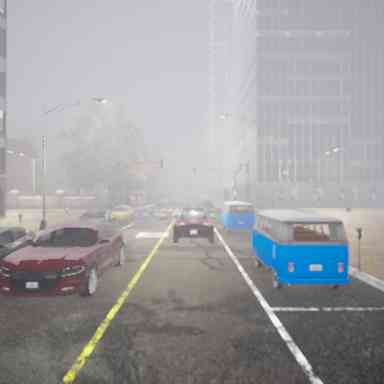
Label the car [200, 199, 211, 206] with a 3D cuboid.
[{"bbox_3d":[2.604,2.009,64.255,1.947,1.339,4.313,0,0,0],"label":"car"}]

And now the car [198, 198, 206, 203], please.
[{"bbox_3d":[2.573,2.155,86.979,1.947,1.339,4.313,0,0,0],"label":"car"}]

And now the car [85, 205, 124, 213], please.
[{"bbox_3d":[-5.797,1.721,20.437,1.947,1.339,4.313,0,0,0],"label":"car"}]

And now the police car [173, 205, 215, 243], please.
[{"bbox_3d":[0.075,1.633,17.166,2.038,1.542,4.974,0,-1,0],"label":"police car"}]

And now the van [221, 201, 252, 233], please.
[{"bbox_3d":[2.746,1.495,20.452,1.690,1.788,3.998,0,0,0],"label":"van"}]

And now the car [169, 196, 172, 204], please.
[{"bbox_3d":[-5.785,2.032,69.924,2.008,1.369,4.403,0,0,0],"label":"car"}]

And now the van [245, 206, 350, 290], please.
[{"bbox_3d":[2.680,1.417,9.055,1.690,1.788,3.998,0,0,0],"label":"van"}]

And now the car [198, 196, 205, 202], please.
[{"bbox_3d":[2.566,2.062,92.661,1.967,1.590,4.097,0,0,0],"label":"car"}]

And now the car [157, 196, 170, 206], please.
[{"bbox_3d":[-5.777,1.989,64.241,1.887,1.381,4.507,0,0,0],"label":"car"}]

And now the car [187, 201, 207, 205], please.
[{"bbox_3d":[0.060,1.778,29.590,1.994,1.385,4.181,0,0,0],"label":"car"}]

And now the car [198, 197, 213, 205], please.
[{"bbox_3d":[2.612,1.846,58.575,1.967,1.590,4.097,0,0,0],"label":"car"}]

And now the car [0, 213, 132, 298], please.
[{"bbox_3d":[-3.106,1.553,8.960,1.882,1.535,5.008,0,0,0],"label":"car"}]

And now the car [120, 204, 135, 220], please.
[{"bbox_3d":[-5.855,1.728,27.671,1.752,1.417,4.829,0,0,0],"label":"car"}]
